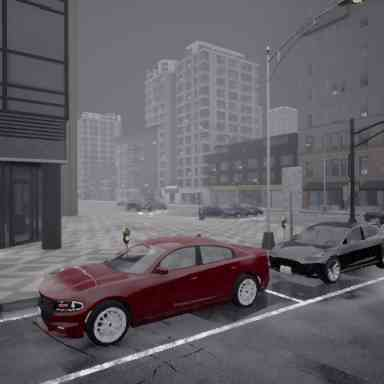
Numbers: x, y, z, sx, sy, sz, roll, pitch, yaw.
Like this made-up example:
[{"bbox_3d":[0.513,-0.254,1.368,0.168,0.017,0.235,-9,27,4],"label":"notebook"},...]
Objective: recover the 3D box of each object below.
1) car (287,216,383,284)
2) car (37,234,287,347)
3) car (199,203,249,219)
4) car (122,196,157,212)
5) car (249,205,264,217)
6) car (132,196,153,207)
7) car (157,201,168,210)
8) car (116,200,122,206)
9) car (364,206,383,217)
[{"bbox_3d":[4.121,1.564,9.591,4.313,1.339,1.947,0,0,-35],"label":"car"},{"bbox_3d":[-0.475,1.545,6.314,4.507,1.381,1.887,0,0,-35],"label":"car"},{"bbox_3d":[2.844,1.894,33.238,2.033,1.411,5.357,0,0,-35],"label":"car"},{"bbox_3d":[-7.690,1.790,48.192,2.150,2.045,5.566,0,-1,-33],"label":"car"},{"bbox_3d":[5.168,1.885,35.577,2.033,1.411,5.357,0,0,-35],"label":"car"},{"bbox_3d":[-10.295,1.930,69.013,2.150,2.045,5.566,0,0,-35],"label":"car"},{"bbox_3d":[-5.375,2.122,50.529,1.994,1.385,4.181,0,-1,-35],"label":"car"},{"bbox_3d":[-13.832,2.287,68.392,2.033,1.411,5.357,0,0,-35],"label":"car"},{"bbox_3d":[14.370,1.622,22.565,1.837,1.490,4.892,-1,-1,-35],"label":"car"}]
